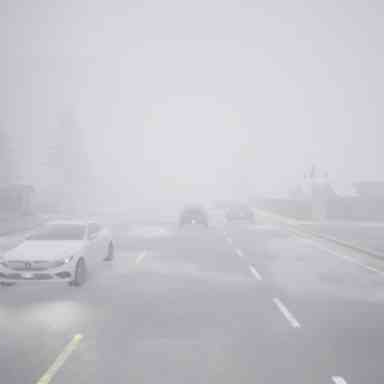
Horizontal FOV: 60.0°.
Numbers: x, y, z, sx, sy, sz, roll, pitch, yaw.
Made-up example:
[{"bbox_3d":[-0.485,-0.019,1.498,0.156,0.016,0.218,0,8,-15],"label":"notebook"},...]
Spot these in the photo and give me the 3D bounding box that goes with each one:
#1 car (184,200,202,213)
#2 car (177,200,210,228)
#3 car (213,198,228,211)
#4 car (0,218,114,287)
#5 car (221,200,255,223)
[{"bbox_3d":[0.092,1.572,37.595,1.895,1.301,4.718,0,0,0],"label":"car"},{"bbox_3d":[0.096,1.489,22.095,1.837,1.490,4.892,0,0,0],"label":"car"},{"bbox_3d":[3.575,1.446,40.119,1.882,1.535,5.008,0,0,0],"label":"car"},{"bbox_3d":[-3.520,1.518,9.478,1.812,1.442,4.674,0,0,0],"label":"car"},{"bbox_3d":[3.569,1.544,25.615,1.994,1.385,4.181,0,0,1],"label":"car"}]
